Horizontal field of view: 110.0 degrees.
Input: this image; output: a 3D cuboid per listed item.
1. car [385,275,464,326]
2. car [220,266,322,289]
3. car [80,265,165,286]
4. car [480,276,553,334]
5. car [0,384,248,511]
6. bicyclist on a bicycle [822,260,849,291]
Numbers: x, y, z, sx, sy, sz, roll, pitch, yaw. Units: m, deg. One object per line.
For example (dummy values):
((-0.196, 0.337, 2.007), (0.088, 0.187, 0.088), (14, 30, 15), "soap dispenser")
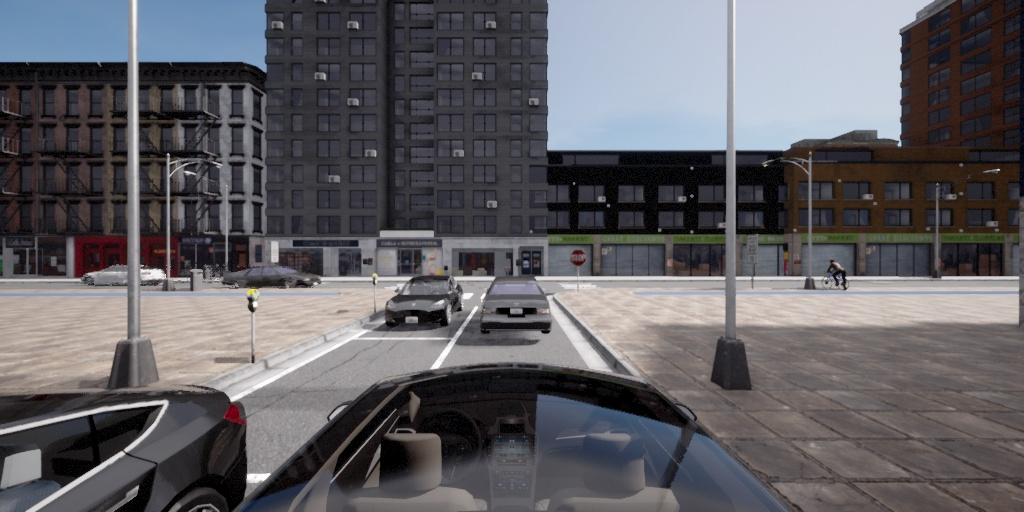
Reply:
((-2.635, 1.312, 11.605), (1.948, 1.339, 4.313), (0, 0, 0), "car")
((-14.834, 1.325, 22.211), (5.357, 1.411, 2.033), (0, 0, 0), "car")
((-27.194, 1.328, 25.188), (4.674, 1.442, 1.812), (0, 0, 0), "car")
((0.087, 1.294, 10.609), (2.033, 1.411, 5.357), (0, 0, 0), "car")
((-2.639, 1.316, 0.700), (1.948, 1.339, 4.313), (0, 0, 0), "car")
((17.363, 1.016, 19.281), (0.582, 1.620, 1.656), (0, 0, 0), "bicyclist on a bicycle")
